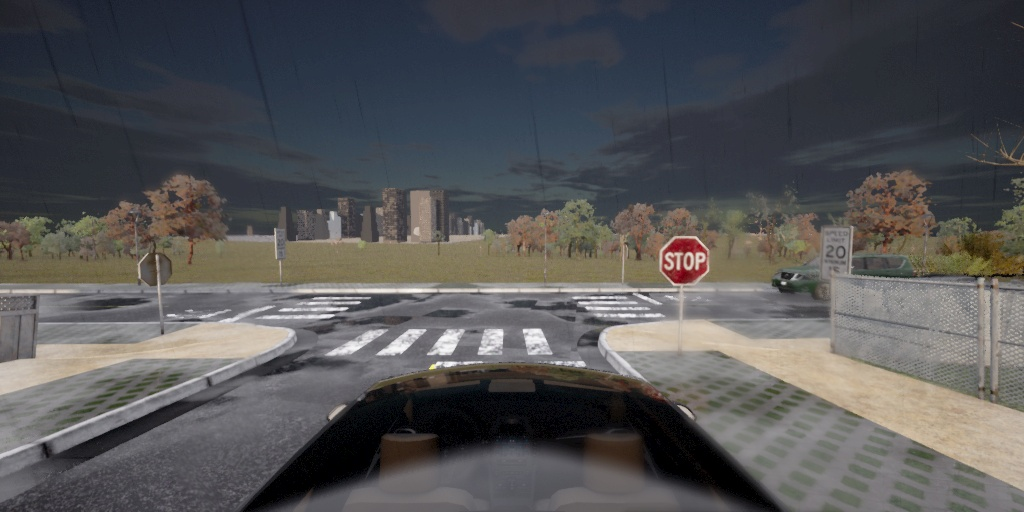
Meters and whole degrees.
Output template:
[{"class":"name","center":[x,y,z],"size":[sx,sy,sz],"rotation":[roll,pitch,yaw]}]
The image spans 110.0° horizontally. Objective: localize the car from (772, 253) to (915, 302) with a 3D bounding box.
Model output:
[{"class":"car","center":[15.239,0.896,16.538],"size":[5.566,2.045,2.150],"rotation":[0,4,-2]}]

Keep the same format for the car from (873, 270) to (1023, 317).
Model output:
[{"class":"car","center":[16.962,1.423,13.690],"size":[4.181,1.385,1.994],"rotation":[0,4,-2]}]
